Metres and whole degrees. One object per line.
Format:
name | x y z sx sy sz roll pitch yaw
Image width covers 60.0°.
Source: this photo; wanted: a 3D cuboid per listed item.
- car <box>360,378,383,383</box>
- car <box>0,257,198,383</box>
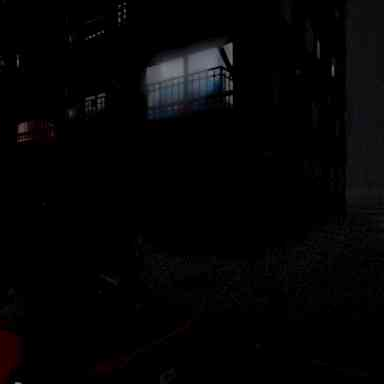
car | 2.551 1.566 1.055 4.313 1.339 1.947 0 0 36
car | -2.036 1.543 4.330 4.507 1.381 1.887 0 0 36
